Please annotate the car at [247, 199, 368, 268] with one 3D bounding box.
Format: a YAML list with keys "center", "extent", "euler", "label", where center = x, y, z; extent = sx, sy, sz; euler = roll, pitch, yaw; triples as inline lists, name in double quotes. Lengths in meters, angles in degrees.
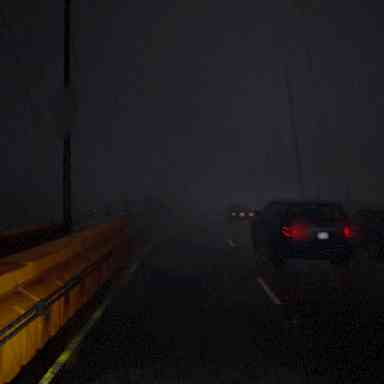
- center: [3.529, 1.250, 11.579]
  extent: [2.150, 2.045, 5.566]
  euler: [0, 0, 0]
  label: "car"

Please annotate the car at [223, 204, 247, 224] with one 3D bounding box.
- center: [3.517, 1.606, 25.533]
  extent: [2.033, 1.411, 5.357]
  euler: [0, 0, 1]
  label: "car"

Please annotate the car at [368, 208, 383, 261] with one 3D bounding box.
- center: [7.041, 1.381, 12.590]
  extent: [2.097, 1.767, 4.553]
  euler: [0, 0, 1]
  label: "car"

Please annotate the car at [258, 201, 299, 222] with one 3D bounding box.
- center: [7.040, 1.556, 27.683]
  extent: [2.128, 1.511, 4.902]
  euler: [0, 0, 1]
  label: "car"
